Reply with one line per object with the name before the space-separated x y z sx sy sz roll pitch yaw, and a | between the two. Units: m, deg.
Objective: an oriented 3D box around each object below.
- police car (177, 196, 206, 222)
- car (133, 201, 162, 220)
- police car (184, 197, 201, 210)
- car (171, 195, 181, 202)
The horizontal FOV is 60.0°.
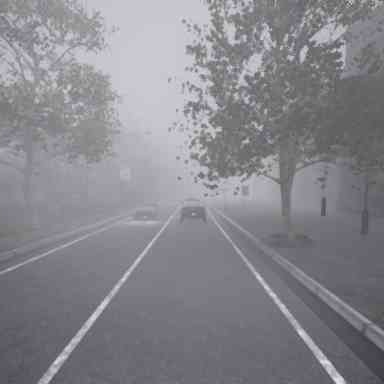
police car | 0.094 1.376 26.063 1.930 1.638 5.238 0 0 0
car | -3.604 1.495 27.858 2.033 1.411 5.357 0 0 0
police car | 0.089 1.425 43.312 2.038 1.542 4.974 0 0 0
car | -2.968 1.366 68.195 2.033 1.411 5.357 1 1 5
